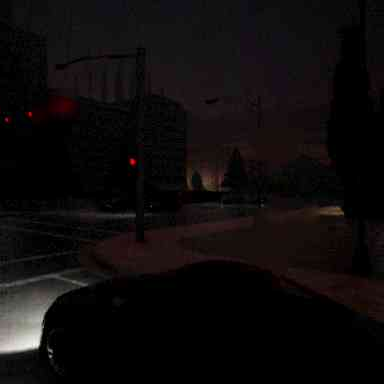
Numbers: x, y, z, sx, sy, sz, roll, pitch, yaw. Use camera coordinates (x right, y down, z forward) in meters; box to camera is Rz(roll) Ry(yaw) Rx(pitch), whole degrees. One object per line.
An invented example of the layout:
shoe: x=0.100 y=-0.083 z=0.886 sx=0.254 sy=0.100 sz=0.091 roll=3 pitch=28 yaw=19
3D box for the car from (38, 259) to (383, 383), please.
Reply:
car: x=0.041 y=1.543 z=3.970 sx=4.181 sy=1.385 sz=1.994 roll=1 pitch=0 yaw=35

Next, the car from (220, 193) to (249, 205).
car: x=6.586 y=1.268 z=52.021 sx=1.837 sy=1.490 sz=4.892 roll=1 pitch=0 yaw=36

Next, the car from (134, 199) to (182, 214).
car: x=-3.070 y=1.394 z=32.836 sx=1.895 sy=1.301 sz=4.718 roll=1 pitch=0 yaw=36

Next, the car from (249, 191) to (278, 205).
car: x=11.168 y=1.147 z=52.333 sx=2.097 sy=1.767 sz=4.553 roll=1 pitch=0 yaw=36

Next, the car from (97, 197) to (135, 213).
car: x=-7.129 y=1.237 z=33.203 sx=1.882 sy=1.535 sz=5.008 roll=1 pitch=0 yaw=36
